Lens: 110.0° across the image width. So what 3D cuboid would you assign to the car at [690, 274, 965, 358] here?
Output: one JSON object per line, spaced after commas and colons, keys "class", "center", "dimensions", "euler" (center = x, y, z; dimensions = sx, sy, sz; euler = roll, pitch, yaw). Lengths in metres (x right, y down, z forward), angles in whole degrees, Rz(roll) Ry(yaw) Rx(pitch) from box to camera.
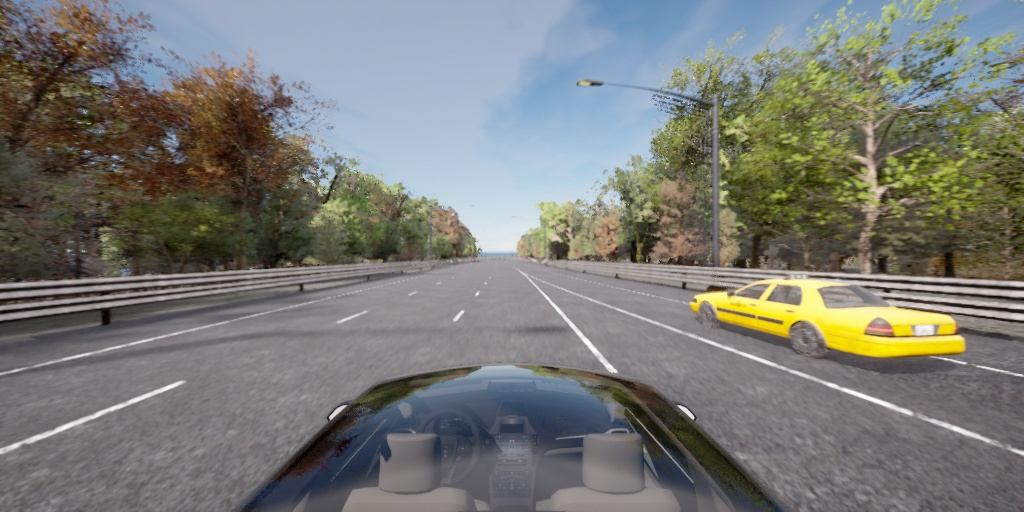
{"class": "car", "center": [6.409, 1.187, 8.390], "dimensions": [1.801, 1.575, 5.366], "euler": [0, 0, -7]}
